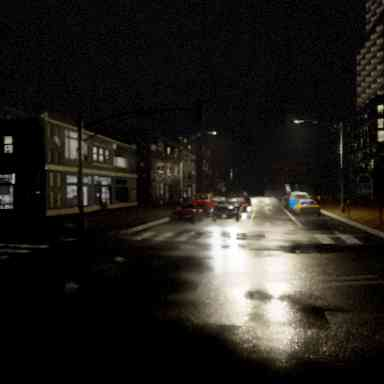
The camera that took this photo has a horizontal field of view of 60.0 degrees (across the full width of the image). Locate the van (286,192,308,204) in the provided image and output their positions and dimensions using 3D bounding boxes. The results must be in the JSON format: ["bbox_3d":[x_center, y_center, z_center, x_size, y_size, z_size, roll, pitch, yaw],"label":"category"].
[{"bbox_3d":[10.208,0.931,31.770,1.690,1.788,3.998,0,1,12],"label":"van"}]

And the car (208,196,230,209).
[{"bbox_3d":[3.177,1.190,38.952,2.008,1.369,4.403,0,1,12],"label":"car"}]

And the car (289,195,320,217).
[{"bbox_3d":[9.084,1.174,26.510,1.752,1.417,4.829,0,1,12],"label":"car"}]

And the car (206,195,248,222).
[{"bbox_3d":[2.599,1.260,23.860,2.128,1.511,4.902,-1,0,12],"label":"car"}]

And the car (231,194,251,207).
[{"bbox_3d":[4.502,1.232,32.790,1.994,1.385,4.181,-1,0,12],"label":"car"}]

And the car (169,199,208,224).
[{"bbox_3d":[-0.307,1.404,22.668,1.802,1.307,4.206,0,1,12],"label":"car"}]

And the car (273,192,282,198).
[{"bbox_3d":[20.664,0.609,80.622,1.947,1.339,4.313,0,1,12],"label":"car"}]

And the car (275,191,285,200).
[{"bbox_3d":[14.857,0.912,53.483,1.947,1.339,4.313,0,1,12],"label":"car"}]

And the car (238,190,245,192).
[{"bbox_3d":[8.985,0.886,66.091,2.008,1.369,4.403,0,1,12],"label":"car"}]

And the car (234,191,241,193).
[{"bbox_3d":[6.626,0.984,55.069,1.752,1.417,4.829,0,1,12],"label":"car"}]

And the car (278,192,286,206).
[{"bbox_3d":[12.533,1.019,42.627,2.008,1.369,4.403,0,1,12],"label":"car"}]

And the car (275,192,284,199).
[{"bbox_3d":[18.377,0.688,69.932,1.752,1.417,4.829,0,1,12],"label":"car"}]

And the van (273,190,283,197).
[{"bbox_3d":[17.178,0.566,64.336,1.690,1.788,3.998,0,1,12],"label":"van"}]

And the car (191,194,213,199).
[{"bbox_3d":[0.852,1.076,28.094,2.192,1.841,5.009,0,1,12],"label":"car"}]

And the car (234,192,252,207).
[{"bbox_3d":[6.619,1.122,42.550,1.994,1.385,4.181,-1,0,12],"label":"car"}]
